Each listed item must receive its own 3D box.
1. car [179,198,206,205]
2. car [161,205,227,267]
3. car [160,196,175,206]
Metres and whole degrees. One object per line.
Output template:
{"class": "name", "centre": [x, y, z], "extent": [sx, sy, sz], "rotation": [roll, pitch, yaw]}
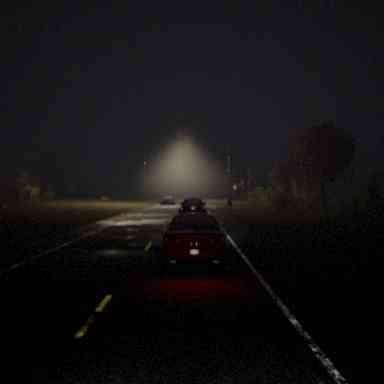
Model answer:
{"class": "car", "centre": [0.070, 1.213, 26.324], "extent": [2.097, 1.767, 4.553], "rotation": [0, 0, 0]}
{"class": "car", "centre": [0.066, 1.418, 11.237], "extent": [1.882, 1.535, 5.008], "rotation": [0, 0, 0]}
{"class": "car", "centre": [-3.572, 1.316, 49.687], "extent": [1.994, 1.385, 4.181], "rotation": [0, 0, 0]}
